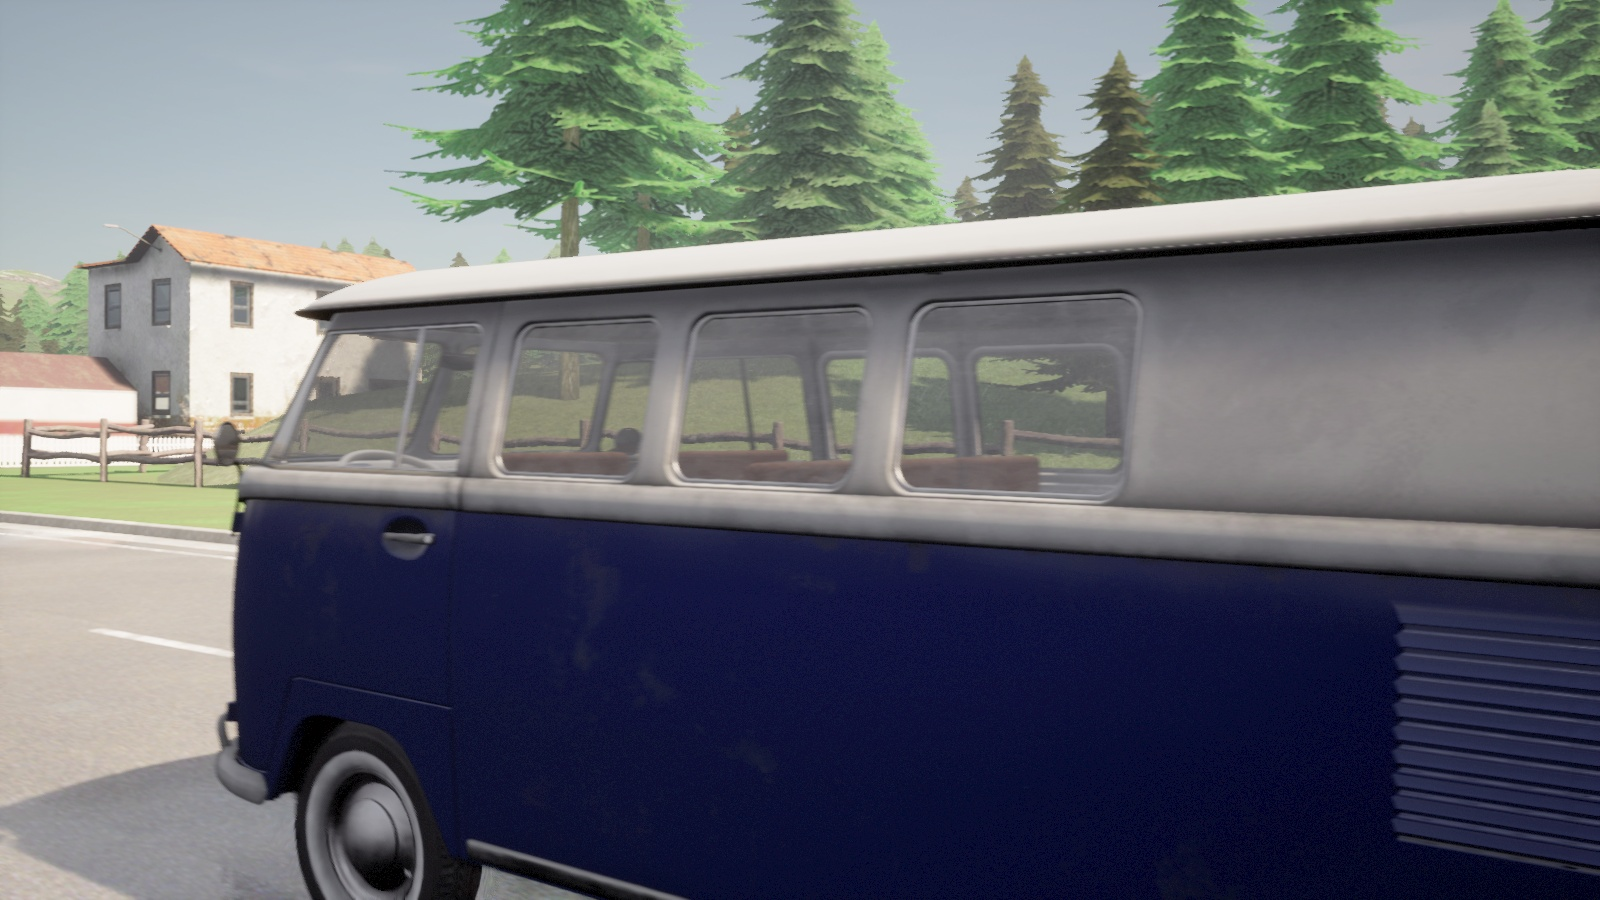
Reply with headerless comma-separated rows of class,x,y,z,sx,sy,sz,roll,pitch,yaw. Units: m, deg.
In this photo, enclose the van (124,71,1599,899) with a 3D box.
van,0.223,0.436,3.471,4.442,1.987,1.775,0,1,34
